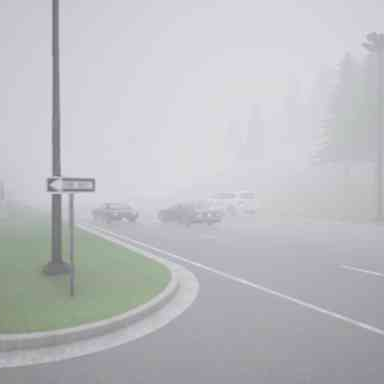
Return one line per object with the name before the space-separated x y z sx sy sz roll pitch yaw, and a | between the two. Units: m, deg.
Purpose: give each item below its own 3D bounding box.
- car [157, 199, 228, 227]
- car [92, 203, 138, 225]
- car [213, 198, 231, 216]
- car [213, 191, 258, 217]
car | -0.317 1.346 20.957 2.033 1.411 5.357 0 1 -31
car | -5.340 1.382 22.492 1.895 1.301 4.718 0 1 -31
car | 0.645 1.350 26.124 1.895 1.301 4.718 0 1 -31
car | 3.259 0.949 28.561 2.150 2.045 5.566 0 1 -31
